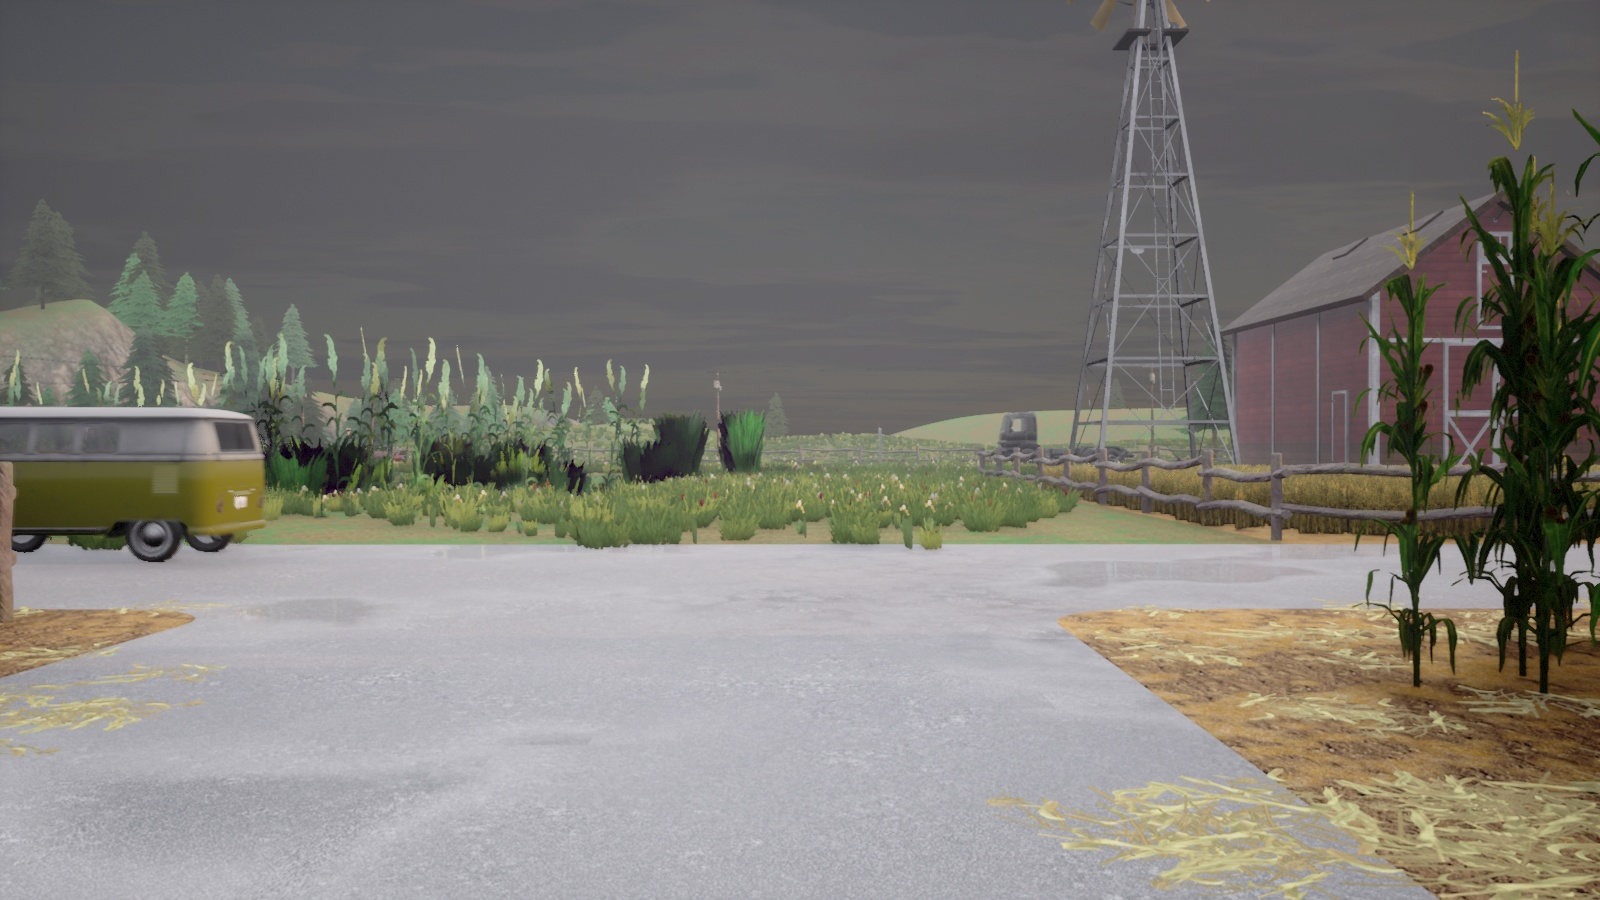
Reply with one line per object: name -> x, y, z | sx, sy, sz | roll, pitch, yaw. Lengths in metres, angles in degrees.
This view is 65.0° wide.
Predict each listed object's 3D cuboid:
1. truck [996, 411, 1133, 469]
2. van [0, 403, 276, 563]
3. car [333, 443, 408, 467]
truck -> 16.064, -0.620, 76.729 | 7.936, 3.462, 2.891 | 0, 0, 6
van -> -9.473, 0.406, 16.478 | 4.442, 1.987, 1.775 | 0, 0, 0
car -> -27.721, 0.317, 81.170 | 4.193, 1.474, 1.816 | 0, 0, 6
